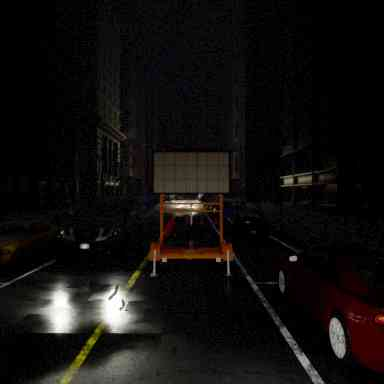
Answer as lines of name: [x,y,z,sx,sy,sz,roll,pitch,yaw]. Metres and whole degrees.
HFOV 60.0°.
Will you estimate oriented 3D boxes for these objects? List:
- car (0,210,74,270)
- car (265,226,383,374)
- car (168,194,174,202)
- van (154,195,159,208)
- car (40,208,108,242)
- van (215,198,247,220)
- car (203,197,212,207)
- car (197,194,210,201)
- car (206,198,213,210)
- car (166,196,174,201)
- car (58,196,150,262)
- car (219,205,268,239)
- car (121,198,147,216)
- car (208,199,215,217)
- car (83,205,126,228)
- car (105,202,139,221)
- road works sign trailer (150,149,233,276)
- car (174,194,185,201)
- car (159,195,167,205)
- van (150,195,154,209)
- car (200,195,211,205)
car: [-5.784,1.527,11.111,1.752,1.417,4.829,0,0,0]
car: [2.753,1.545,5.680,1.887,1.381,4.507,0,0,0]
car: [-5.923,1.616,78.920,1.887,1.381,4.507,0,0,0]
van: [-5.854,1.366,45.101,1.690,1.788,3.998,0,0,0]
car: [-5.796,1.569,16.917,1.947,1.339,4.313,0,0,0]
van: [2.717,1.347,22.588,1.690,1.788,3.998,0,0,0]
car: [2.683,1.570,39.497,2.008,1.369,4.403,0,0,0]
car: [2.636,1.360,62.042,2.192,1.841,5.009,0,0,0]
car: [2.694,1.596,33.861,1.802,1.307,4.206,0,0,0]
car: [-5.946,1.658,90.193,1.947,1.339,4.313,0,0,0]
car: [-3.123,1.223,12.426,2.150,2.045,5.566,0,0,0]
car: [2.729,1.554,16.952,2.008,1.369,4.403,0,0,0]
car: [-5.831,1.454,33.828,1.967,1.590,4.097,0,0,0]
car: [2.706,1.560,28.225,2.008,1.369,4.403,0,0,0]
car: [-5.807,1.588,22.555,1.802,1.307,4.206,0,0,0]
car: [-5.819,1.575,28.191,1.947,1.339,4.313,0,0,0]
road works sign trailer: [-0.018,0.465,10.331,2.380,3.560,2.880,0,0,0]
car: [-3.168,1.606,83.600,1.812,1.442,4.674,0,0,0]
car: [-5.877,1.353,56.373,2.192,1.841,5.009,0,0,0]
van: [-5.843,1.360,39.464,1.690,1.788,3.998,0,0,0]
car: [2.660,1.576,50.769,1.887,1.381,4.507,0,0,0]
